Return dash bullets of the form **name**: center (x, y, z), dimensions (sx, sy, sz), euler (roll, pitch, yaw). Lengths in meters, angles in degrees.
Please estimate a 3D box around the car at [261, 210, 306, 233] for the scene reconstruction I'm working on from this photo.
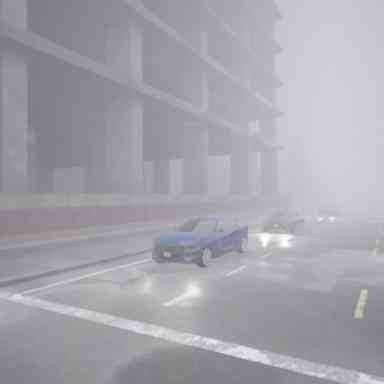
- **car**: center (5.996, 1.832, 21.537), dimensions (1.994, 1.385, 4.181), euler (-1, -1, 31)

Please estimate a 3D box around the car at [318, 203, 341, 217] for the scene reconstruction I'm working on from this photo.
- **car**: center (15.593, 1.966, 37.585), dimensions (2.033, 1.411, 5.357), euler (-1, -1, 31)

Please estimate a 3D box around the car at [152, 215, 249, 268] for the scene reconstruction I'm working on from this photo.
- **car**: center (0.516, 1.659, 12.333), dimensions (1.882, 1.535, 5.008), euler (-1, -1, 31)
